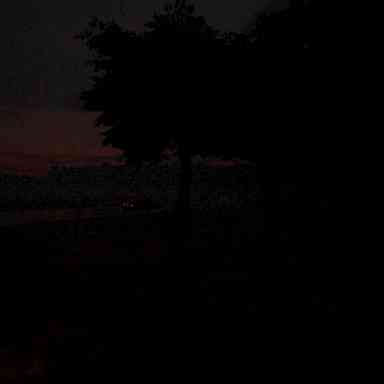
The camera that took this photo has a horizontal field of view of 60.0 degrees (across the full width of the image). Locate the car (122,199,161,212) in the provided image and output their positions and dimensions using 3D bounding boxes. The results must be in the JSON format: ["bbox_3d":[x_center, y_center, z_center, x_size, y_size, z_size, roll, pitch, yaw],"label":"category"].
[{"bbox_3d":[-6.000,1.526,40.025,2.033,1.411,5.357,3,1,33],"label":"car"}]

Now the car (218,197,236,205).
[{"bbox_3d":[6.343,1.554,60.330,1.812,1.442,4.674,3,1,30],"label":"car"}]
